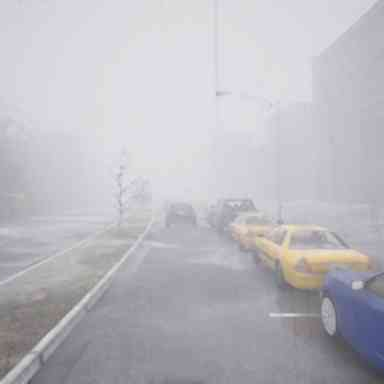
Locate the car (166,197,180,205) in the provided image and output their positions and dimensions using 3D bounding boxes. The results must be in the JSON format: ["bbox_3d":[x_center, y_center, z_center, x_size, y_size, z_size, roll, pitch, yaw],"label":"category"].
[{"bbox_3d":[-3.744,1.715,64.365,2.097,1.535,5.008,0,0,-12],"label":"car"}]

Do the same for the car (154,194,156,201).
[{"bbox_3d":[-7.388,1.750,80.502,2.002,1.452,4.674,0,0,-13],"label":"car"}]

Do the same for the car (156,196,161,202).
[{"bbox_3d":[-6.165,1.715,75.088,2.231,1.521,4.892,0,0,-13],"label":"car"}]

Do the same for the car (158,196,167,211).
[{"bbox_3d":[-2.742,1.676,41.654,2.128,1.511,4.902,0,0,-8],"label":"car"}]

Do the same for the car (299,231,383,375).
[{"bbox_3d":[3.053,1.509,3.595,2.097,1.535,5.008,0,0,0],"label":"car"}]

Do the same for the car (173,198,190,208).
[{"bbox_3d":[-1.815,1.734,54.962,2.163,1.488,4.792,0,0,-10],"label":"car"}]

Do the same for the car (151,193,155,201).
[{"bbox_3d":[-8.618,1.733,85.942,2.163,1.488,4.792,0,0,-13],"label":"car"}]

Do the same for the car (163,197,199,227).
[{"bbox_3d":[-0.879,1.494,24.538,2.097,1.767,4.553,0,0,-4],"label":"car"}]

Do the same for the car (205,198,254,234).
[{"bbox_3d":[2.453,1.359,20.312,2.435,2.045,5.566,0,0,-3],"label":"car"}]

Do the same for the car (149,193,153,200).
[{"bbox_3d":[-9.831,1.734,91.322,2.002,1.452,4.674,0,0,-13],"label":"car"}]

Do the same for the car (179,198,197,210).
[{"bbox_3d":[-0.625,1.688,48.022,1.946,1.575,5.366,0,0,-8],"label":"car"}]

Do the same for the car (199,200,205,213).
[{"bbox_3d":[0.914,1.662,37.112,1.946,1.575,5.366,0,0,-6],"label":"car"}]

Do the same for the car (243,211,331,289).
[{"bbox_3d":[2.951,1.546,9.348,1.946,1.575,5.366,0,0,-1],"label":"car"}]

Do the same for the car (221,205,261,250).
[{"bbox_3d":[2.751,1.579,14.909,1.946,1.575,5.366,0,0,-2],"label":"car"}]
